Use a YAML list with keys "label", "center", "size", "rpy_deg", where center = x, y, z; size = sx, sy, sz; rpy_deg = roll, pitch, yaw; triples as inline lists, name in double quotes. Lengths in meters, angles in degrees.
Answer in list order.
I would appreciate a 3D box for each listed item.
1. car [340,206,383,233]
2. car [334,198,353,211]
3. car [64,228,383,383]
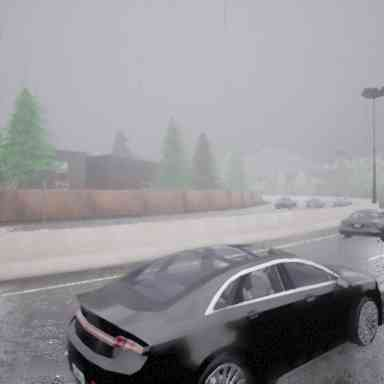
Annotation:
- label: "car"
  center: [9.126, 1.550, 16.582]
  size: [2.033, 1.411, 5.357]
  rpy_deg: [0, 0, 45]
- label: "car"
  center: [18.901, 1.545, 41.394]
  size: [1.812, 1.442, 4.674]
  rpy_deg: [0, 0, 30]
- label: "car"
  center: [0.841, 1.499, 4.634]
  size: [4.902, 1.511, 2.128]
  rpy_deg: [0, 0, -38]
